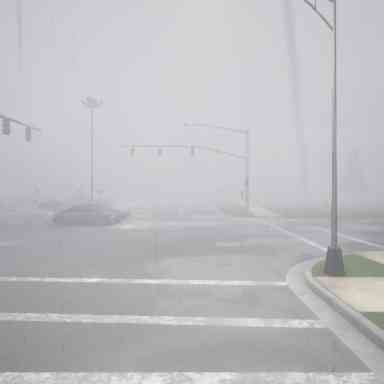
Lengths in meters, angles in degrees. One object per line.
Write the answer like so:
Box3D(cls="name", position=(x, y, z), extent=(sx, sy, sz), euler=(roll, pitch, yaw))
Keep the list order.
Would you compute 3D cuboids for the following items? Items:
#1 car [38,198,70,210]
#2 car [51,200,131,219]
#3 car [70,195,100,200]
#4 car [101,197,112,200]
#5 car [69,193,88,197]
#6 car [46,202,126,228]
Box3D(cls="car", position=(-18.002, 1.601, 42.938), extent=(1.895, 1.301, 4.718), euler=(0, 0, 1))
Box3D(cls="car", position=(-7.419, 1.547, 25.140), extent=(5.357, 1.411, 2.033), euler=(0, 0, 0))
Box3D(cls="car", position=(-14.463, 1.547, 44.872), extent=(2.033, 1.411, 5.357), euler=(0, 0, 1))
Box3D(cls="car", position=(-14.327, 1.526, 54.462), extent=(1.812, 1.442, 4.674), euler=(0, 0, 1))
Box3D(cls="car", position=(-17.864, 1.221, 52.579), extent=(2.150, 2.045, 5.566), euler=(0, 0, 1))
Box3D(cls="car", position=(-6.787, 1.564, 21.635), extent=(4.181, 1.385, 1.994), euler=(0, 0, 0))
